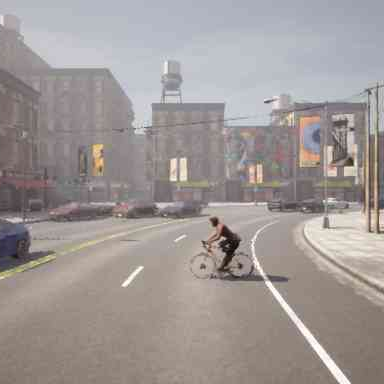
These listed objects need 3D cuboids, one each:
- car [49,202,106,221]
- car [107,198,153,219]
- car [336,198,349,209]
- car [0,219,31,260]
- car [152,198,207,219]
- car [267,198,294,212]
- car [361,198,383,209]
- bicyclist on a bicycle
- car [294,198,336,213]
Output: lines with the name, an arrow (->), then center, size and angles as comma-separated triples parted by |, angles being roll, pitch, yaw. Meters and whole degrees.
car -> -9.485, 1.520, 27.168 | 2.002, 1.452, 4.674 | 0, 0, 21
car -> -4.959, 1.351, 29.488 | 2.097, 1.767, 4.553 | 0, 0, 27
car -> 19.155, 1.526, 44.983 | 4.674, 1.442, 1.812 | 0, 0, -27
car -> -6.654, 1.526, 9.884 | 1.812, 1.442, 4.674 | 0, 0, 5
car -> -0.947, 1.548, 29.846 | 2.033, 1.411, 5.357 | 0, 0, 29
car -> 10.768, 1.491, 39.205 | 4.902, 1.511, 2.128 | 0, 0, -44
car -> 24.176, 1.526, 43.323 | 4.674, 1.442, 1.812 | 0, 0, -20
bicyclist on a bicycle -> 0.749, 1.450, 8.545 | 1.656, 1.620, 0.582 | -1, 0, 3
car -> 13.826, 1.504, 37.314 | 4.892, 1.490, 1.837 | 0, 0, -43
